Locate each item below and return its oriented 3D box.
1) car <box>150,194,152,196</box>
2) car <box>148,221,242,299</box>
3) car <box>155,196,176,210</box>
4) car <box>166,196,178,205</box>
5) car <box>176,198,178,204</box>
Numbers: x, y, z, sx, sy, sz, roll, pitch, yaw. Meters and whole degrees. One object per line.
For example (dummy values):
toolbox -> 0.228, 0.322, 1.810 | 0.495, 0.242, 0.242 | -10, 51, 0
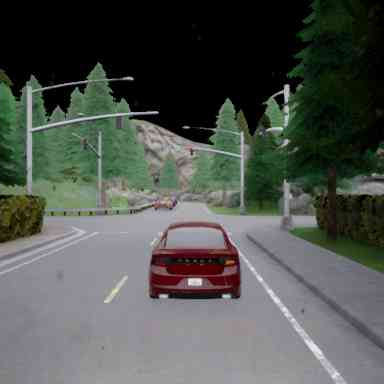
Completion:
car -> -10.937, 1.352, 79.637 | 4.553, 1.767, 2.097 | 0, 0, 24
car -> 0.075, 1.477, 8.490 | 1.882, 1.535, 5.008 | 0, 0, 0
car -> -3.554, 1.350, 42.594 | 2.097, 1.767, 4.553 | 0, 0, 0
car -> -3.751, 1.475, 61.905 | 1.882, 1.535, 5.008 | 0, 0, -6
car -> -3.534, 1.475, 51.731 | 1.882, 1.535, 5.008 | 0, 0, 0
